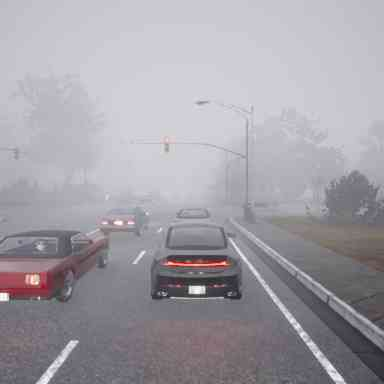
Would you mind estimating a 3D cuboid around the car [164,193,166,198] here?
[{"bbox_3d":[-7.232,0.876,73.649,1.882,1.535,5.008,0,1,-1],"label":"car"}]

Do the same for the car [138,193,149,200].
[{"bbox_3d":[-10.737,0.991,73.776,1.895,1.301,4.718,0,1,-1],"label":"car"}]

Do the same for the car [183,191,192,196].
[{"bbox_3d":[-1.418,0.464,95.118,2.033,1.411,5.357,0,1,-7],"label":"car"}]

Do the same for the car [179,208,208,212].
[{"bbox_3d":[0.081,1.497,17.634,1.895,1.301,4.718,0,0,0],"label":"car"}]

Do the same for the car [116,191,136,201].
[{"bbox_3d":[-10.688,0.821,53.803,2.150,2.045,5.566,0,0,0],"label":"car"}]

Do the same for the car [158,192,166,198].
[{"bbox_3d":[-7.597,0.780,83.918,1.812,1.442,4.674,0,1,-3],"label":"car"}]

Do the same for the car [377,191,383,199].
[{"bbox_3d":[22.319,0.947,38.866,5.566,2.045,2.150,0,0,-3],"label":"car"}]

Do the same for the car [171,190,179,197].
[{"bbox_3d":[-4.906,0.451,94.756,2.097,1.767,4.553,0,1,-7],"label":"car"}]

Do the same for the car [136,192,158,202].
[{"bbox_3d":[-7.189,1.151,53.283,2.033,1.411,5.357,0,0,0],"label":"car"}]

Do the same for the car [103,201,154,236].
[{"bbox_3d":[-3.445,1.442,17.731,2.033,1.411,5.357,0,0,-1],"label":"car"}]

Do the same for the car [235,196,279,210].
[{"bbox_3d":[7.355,1.223,37.760,4.902,1.511,2.128,0,0,-7],"label":"car"}]

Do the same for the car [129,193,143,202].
[{"bbox_3d":[-10.672,0.987,63.690,1.882,1.535,5.008,0,1,0],"label":"car"}]

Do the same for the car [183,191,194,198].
[{"bbox_3d":[-0.666,0.783,85.241,1.994,1.385,4.181,0,1,-4],"label":"car"}]

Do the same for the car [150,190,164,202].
[{"bbox_3d":[-7.162,0.733,63.458,2.150,2.045,5.566,0,1,-1],"label":"car"}]

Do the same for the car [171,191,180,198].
[{"bbox_3d":[-4.137,0.602,84.687,2.097,1.767,4.553,0,1,-4],"label":"car"}]

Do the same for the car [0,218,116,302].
[{"bbox_3d":[-3.412,1.570,8.142,1.895,1.301,4.718,0,0,0],"label":"car"}]

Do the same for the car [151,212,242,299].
[{"bbox_3d":[0.088,1.473,8.321,1.837,1.490,4.892,0,0,0],"label":"car"}]
